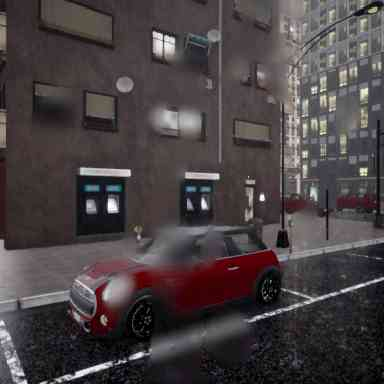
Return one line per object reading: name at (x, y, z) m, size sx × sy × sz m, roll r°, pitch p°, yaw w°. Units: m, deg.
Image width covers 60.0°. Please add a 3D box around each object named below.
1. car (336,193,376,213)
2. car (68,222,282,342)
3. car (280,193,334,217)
car at (15.424, 1.030, 32.300) m, size 2.192 × 1.841 × 5.009 m, roll 1°, pitch 0°, yaw -36°
car at (-0.197, 1.440, 6.415) m, size 4.097 × 1.590 × 1.967 m, roll 0°, pitch 0°, yaw -35°
car at (8.680, 1.010, 27.326) m, size 2.192 × 1.841 × 5.009 m, roll 2°, pitch 0°, yaw -36°
